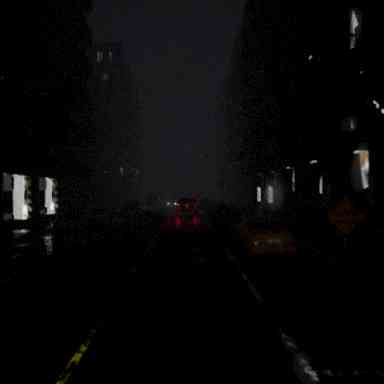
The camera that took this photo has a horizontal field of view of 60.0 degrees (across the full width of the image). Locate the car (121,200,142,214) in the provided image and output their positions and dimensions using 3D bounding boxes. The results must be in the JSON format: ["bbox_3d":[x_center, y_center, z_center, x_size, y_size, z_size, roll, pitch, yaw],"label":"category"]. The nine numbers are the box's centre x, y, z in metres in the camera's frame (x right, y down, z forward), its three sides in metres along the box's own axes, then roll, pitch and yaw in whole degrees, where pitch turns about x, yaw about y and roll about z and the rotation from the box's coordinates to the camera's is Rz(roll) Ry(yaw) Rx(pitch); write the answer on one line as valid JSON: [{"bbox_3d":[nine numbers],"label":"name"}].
[{"bbox_3d":[-6.278,1.511,34.879,1.802,1.307,4.206,0,0,-1],"label":"car"}]

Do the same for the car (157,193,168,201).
[{"bbox_3d":[-7.071,1.170,80.169,2.192,1.841,5.009,0,0,-1],"label":"car"}]

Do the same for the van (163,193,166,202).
[{"bbox_3d":[-6.971,1.198,74.510,1.690,1.788,3.998,0,0,-1],"label":"van"}]

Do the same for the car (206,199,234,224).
[{"bbox_3d":[2.299,1.464,23.683,1.887,1.381,4.507,0,0,-1],"label":"car"}]

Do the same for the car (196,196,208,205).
[{"bbox_3d":[1.706,1.403,57.651,2.008,1.369,4.403,0,0,-1],"label":"car"}]

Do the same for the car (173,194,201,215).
[{"bbox_3d":[-0.489,1.263,32.752,2.097,1.767,4.553,0,0,-1],"label":"car"}]

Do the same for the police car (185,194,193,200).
[{"bbox_3d":[-0.708,1.255,87.637,1.930,1.638,5.238,0,0,-3],"label":"police car"}]

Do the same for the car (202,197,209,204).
[{"bbox_3d":[2.201,1.452,29.343,1.887,1.381,4.507,0,0,-1],"label":"car"}]

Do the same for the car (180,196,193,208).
[{"bbox_3d":[-0.752,1.407,48.021,1.812,1.442,4.674,0,0,-1],"label":"car"}]

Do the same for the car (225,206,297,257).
[{"bbox_3d":[2.495,1.472,12.532,1.752,1.417,4.829,0,0,-1],"label":"car"}]

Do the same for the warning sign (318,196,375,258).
[{"bbox_3d":[4.902,1.059,10.630,1.300,1.860,1.060,0,0,-1],"label":"warning sign"}]

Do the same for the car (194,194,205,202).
[{"bbox_3d":[1.508,1.273,68.972,1.967,1.590,4.097,0,0,-1],"label":"car"}]

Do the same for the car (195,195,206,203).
[{"bbox_3d":[1.607,1.386,63.313,1.887,1.381,4.507,0,0,-1],"label":"car"}]

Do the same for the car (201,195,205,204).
[{"bbox_3d":[1.805,1.414,51.990,2.008,1.369,4.403,0,0,-1],"label":"car"}]

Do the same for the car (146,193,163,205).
[{"bbox_3d":[-6.674,1.200,57.526,2.192,1.841,5.009,0,0,-1],"label":"car"}]

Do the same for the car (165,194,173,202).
[{"bbox_3d":[-4.221,1.420,71.204,1.895,1.301,4.718,0,0,-1],"label":"car"}]

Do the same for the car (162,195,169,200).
[{"bbox_3d":[-7.268,1.401,91.491,1.887,1.381,4.507,0,0,-1],"label":"car"}]

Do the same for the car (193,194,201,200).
[{"bbox_3d":[1.210,1.262,85.953,1.967,1.590,4.097,0,0,-1],"label":"car"}]

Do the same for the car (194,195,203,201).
[{"bbox_3d":[1.409,1.407,74.635,1.802,1.307,4.206,0,0,-1],"label":"car"}]
